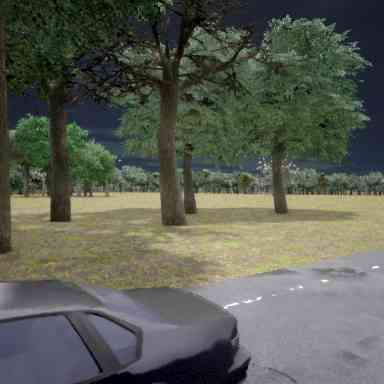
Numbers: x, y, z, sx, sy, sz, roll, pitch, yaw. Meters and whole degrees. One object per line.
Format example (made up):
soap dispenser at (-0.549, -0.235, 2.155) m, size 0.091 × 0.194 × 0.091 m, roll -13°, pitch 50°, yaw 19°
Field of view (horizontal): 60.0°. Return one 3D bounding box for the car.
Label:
car at (-1.950, 1.547, 2.600) m, size 5.357 × 1.411 × 2.033 m, roll 0°, pitch 0°, yaw -35°
